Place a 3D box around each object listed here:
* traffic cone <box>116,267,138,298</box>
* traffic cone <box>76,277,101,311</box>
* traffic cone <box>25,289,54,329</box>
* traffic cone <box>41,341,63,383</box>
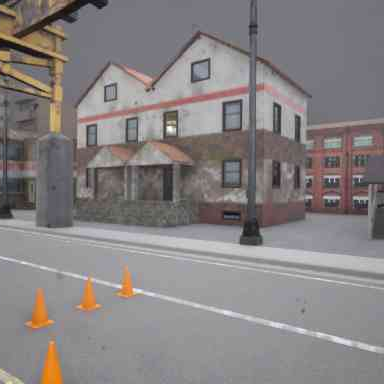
[{"bbox_3d":[-1.419,1.949,7.282,0.340,0.580,0.340,0,0,36],"label":"traffic cone"},{"bbox_3d":[-2.004,1.949,6.471,0.340,0.580,0.340,0,0,36],"label":"traffic cone"},{"bbox_3d":[-2.589,1.949,5.660,0.340,0.580,0.340,0,0,36],"label":"traffic cone"},{"bbox_3d":[-1.552,1.952,3.679,0.340,0.580,0.340,0,0,36],"label":"traffic cone"}]
